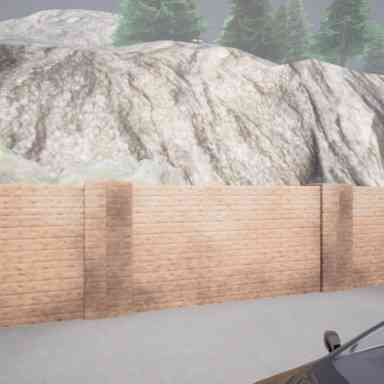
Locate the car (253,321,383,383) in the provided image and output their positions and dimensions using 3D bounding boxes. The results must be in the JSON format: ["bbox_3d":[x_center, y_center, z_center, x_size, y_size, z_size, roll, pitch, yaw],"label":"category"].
[{"bbox_3d":[2.083,1.492,1.955,4.902,1.511,2.128,0,0,-19],"label":"car"}]
